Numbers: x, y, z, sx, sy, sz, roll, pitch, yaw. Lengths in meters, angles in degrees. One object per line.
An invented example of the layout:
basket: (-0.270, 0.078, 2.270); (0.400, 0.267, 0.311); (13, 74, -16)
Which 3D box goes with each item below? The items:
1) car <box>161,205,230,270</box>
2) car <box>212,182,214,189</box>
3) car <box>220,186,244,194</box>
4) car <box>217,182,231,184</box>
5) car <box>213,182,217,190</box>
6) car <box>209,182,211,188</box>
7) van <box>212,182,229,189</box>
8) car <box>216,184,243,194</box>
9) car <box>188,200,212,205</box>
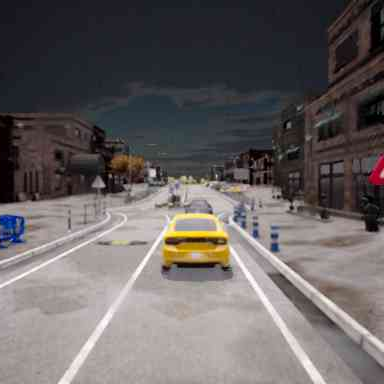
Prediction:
car: (0.103, 1.427, 10.868); (1.882, 1.535, 5.008); (0, 1, 0)
car: (8.043, -1.091, 82.753); (4.892, 1.521, 2.231); (0, 3, -1)
car: (8.197, -0.407, 68.992); (4.674, 1.452, 2.002); (0, 3, -1)
car: (8.130, -0.709, 71.735); (4.553, 1.767, 2.185); (0, 3, -1)
car: (8.160, -0.967, 74.482); (5.566, 2.045, 2.435); (0, 3, -1)
car: (7.949, -1.436, 91.013); (5.008, 1.535, 2.097); (0, 2, -1)
van: (8.029, -1.765, 93.638); (4.442, 1.987, 1.878); (0, 2, -1)
car: (8.039, -0.310, 66.234); (5.366, 1.575, 1.946); (0, 3, -1)
car: (0.611, 1.297, 25.834); (1.994, 1.385, 4.181); (0, 1, 5)
